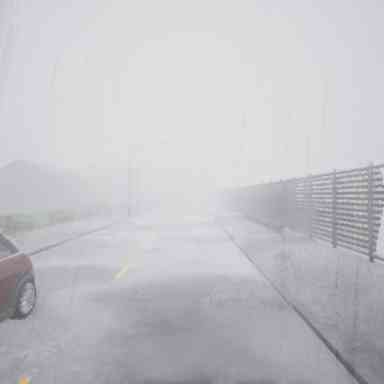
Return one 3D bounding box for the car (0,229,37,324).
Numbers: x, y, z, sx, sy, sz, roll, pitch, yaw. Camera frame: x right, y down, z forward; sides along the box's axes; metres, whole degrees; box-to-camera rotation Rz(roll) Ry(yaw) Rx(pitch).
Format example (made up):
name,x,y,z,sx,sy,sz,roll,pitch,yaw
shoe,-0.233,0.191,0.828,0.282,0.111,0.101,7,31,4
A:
name,x,y,z,sx,sy,sz,roll,pitch,yaw
car,-4.050,1.405,4.493,2.097,1.767,4.553,0,-1,1
